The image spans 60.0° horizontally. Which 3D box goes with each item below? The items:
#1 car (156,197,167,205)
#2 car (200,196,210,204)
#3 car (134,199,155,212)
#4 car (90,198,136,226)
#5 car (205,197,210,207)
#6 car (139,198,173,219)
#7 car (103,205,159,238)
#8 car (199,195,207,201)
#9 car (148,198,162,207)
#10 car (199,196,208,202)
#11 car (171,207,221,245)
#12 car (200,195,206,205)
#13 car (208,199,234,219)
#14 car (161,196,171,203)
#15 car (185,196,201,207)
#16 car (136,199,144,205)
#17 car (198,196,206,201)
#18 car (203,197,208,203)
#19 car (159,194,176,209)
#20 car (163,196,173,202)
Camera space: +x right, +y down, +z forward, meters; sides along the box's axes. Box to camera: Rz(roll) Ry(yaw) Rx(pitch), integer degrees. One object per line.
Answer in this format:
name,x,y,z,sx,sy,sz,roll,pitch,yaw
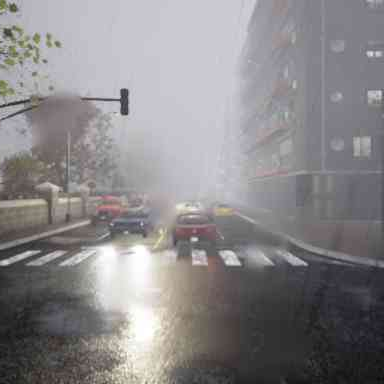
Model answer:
car,-5.694,1.644,62.548,1.802,1.307,4.206,0,0,0
car,2.686,1.615,68.084,1.887,1.381,4.507,0,0,0
car,-5.694,1.579,40.408,1.887,1.381,4.507,0,0,0
car,-5.694,1.332,23.802,2.192,1.841,5.009,0,0,0
car,2.687,1.573,34.873,1.887,1.381,4.507,0,0,0
car,-3.088,1.570,29.739,2.033,1.411,5.357,0,0,0
car,-3.096,1.612,17.966,1.895,1.301,4.718,0,0,0
car,2.685,1.536,84.689,1.967,1.590,4.097,0,0,0
car,-5.694,1.630,51.477,1.802,1.307,4.206,0,0,0
car,2.686,1.653,79.155,1.947,1.339,4.313,0,0,0
car,0.099,1.610,15.629,1.895,1.301,4.718,0,0,0
car,2.687,1.607,62.549,1.887,1.381,4.507,0,0,0
car,2.687,1.548,29.508,1.752,1.417,4.829,0,0,0
car,-5.694,1.604,73.448,1.752,1.417,4.829,0,0,0
car,0.001,1.646,49.565,1.895,1.301,4.718,0,0,0
car,-5.694,1.468,34.872,1.967,1.590,4.097,0,0,0
car,2.686,1.671,90.225,1.947,1.339,4.313,0,0,0
car,2.687,1.585,40.408,2.008,1.369,4.403,0,0,0
car,-3.081,1.390,41.049,2.097,1.767,4.553,0,0,0
car,-5.694,1.638,79.154,2.008,1.369,4.403,0,0,0
